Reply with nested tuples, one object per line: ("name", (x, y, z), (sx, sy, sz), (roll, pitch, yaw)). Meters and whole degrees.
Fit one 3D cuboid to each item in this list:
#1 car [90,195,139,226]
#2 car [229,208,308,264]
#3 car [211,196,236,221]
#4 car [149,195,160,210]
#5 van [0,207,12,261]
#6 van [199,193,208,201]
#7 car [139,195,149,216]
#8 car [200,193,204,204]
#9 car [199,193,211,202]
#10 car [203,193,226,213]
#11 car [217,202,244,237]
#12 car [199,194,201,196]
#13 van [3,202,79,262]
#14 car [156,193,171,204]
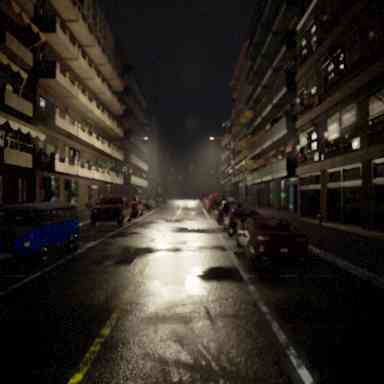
("car", (-5.298, 1.200, 22.655), (2.192, 1.841, 5.009), (1, 0, 0))
("car", (2.581, 1.482, 11.536), (1.887, 1.381, 4.507), (1, 0, 0))
("car", (2.587, 1.325, 22.597), (1.967, 1.590, 4.097), (1, 0, 0))
("car", (-5.309, 1.382, 39.248), (1.947, 1.339, 4.313), (1, 0, 0))
("van", (-5.292, 1.307, 6.062), (1.690, 1.788, 3.998), (2, 0, 0))
("van", (2.531, 1.071, 72.379), (1.690, 1.788, 3.998), (1, 0, 0))
("car", (-5.299, 1.176, 28.184), (2.192, 1.841, 5.009), (1, 0, 0))
("car", (2.538, 1.237, 44.722), (1.967, 1.590, 4.097), (1, 0, 0))
("car", (2.533, 1.054, 66.847), (2.192, 1.841, 5.009), (1, 0, 0))
("car", (2.545, 1.152, 33.658), (2.192, 1.841, 5.009), (1, 0, 0))
("car", (2.579, 1.455, 17.066), (1.887, 1.381, 4.507), (1, 0, 0))
("car", (2.532, 1.346, 55.785), (1.802, 1.307, 4.206), (1, 0, 0))
("van", (-5.295, 1.278, 11.594), (1.690, 1.788, 3.998), (1, 0, 0))
("car", (-5.309, 1.079, 55.837), (2.192, 1.841, 5.009), (1, 0, 0))
